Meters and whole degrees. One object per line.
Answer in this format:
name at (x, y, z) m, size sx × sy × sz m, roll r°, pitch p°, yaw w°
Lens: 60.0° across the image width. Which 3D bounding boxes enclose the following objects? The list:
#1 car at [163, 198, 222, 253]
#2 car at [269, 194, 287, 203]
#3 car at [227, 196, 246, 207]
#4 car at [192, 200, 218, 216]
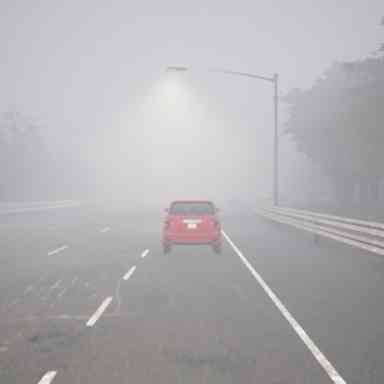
car at (0.006, 1.254, 14.007) m, size 2.150 × 2.045 × 5.566 m, roll 0°, pitch 0°, yaw 0°
car at (19.348, 1.360, 74.322) m, size 2.150 × 2.045 × 5.566 m, roll 0°, pitch 0°, yaw 41°
car at (7.332, 1.473, 54.597) m, size 2.097 × 1.767 × 4.553 m, roll 0°, pitch 0°, yaw 24°
car at (1.454, 1.629, 35.574) m, size 2.033 × 1.411 × 5.357 m, roll 0°, pitch 0°, yaw 11°
